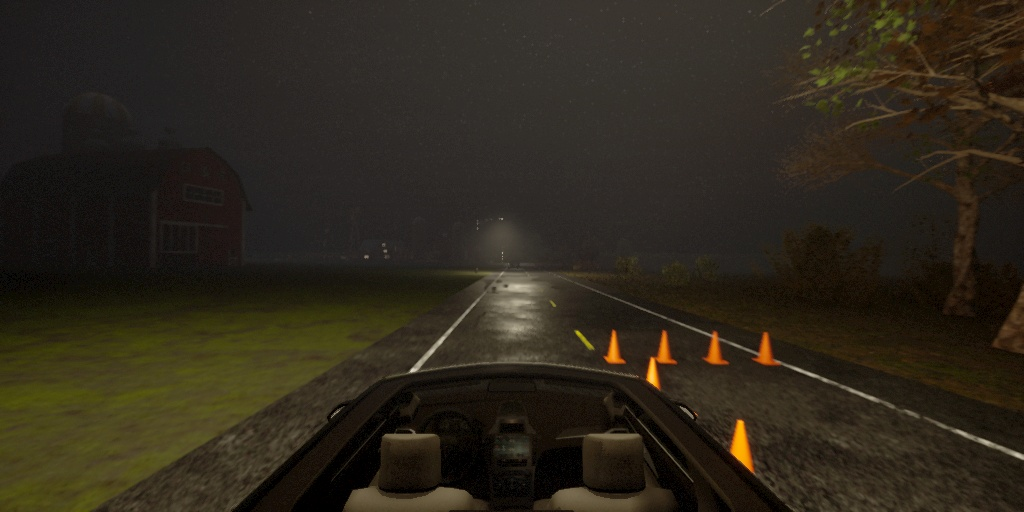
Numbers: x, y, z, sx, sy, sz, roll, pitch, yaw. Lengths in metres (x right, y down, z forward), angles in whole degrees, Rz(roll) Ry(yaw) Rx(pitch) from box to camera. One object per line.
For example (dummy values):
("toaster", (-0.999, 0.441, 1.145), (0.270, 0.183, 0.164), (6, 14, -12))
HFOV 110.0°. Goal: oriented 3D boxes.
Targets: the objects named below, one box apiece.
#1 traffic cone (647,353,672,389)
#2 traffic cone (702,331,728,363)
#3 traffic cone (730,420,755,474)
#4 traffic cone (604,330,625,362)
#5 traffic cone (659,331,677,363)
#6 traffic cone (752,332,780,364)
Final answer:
("traffic cone", (2.014, 1.756, 5.136), (0.340, 0.580, 0.340), (0, 0, 0))
("traffic cone", (4.031, 1.793, 7.118), (0.340, 0.580, 0.340), (0, 0, 0))
("traffic cone", (1.997, 1.737, 3.136), (0.340, 0.580, 0.340), (0, 0, 0))
("traffic cone", (2.031, 1.775, 7.135), (0.340, 0.580, 0.340), (0, 0, 0))
("traffic cone", (3.031, 1.784, 7.127), (0.340, 0.580, 0.340), (0, 0, 0))
("traffic cone", (5.030, 1.803, 7.110), (0.340, 0.580, 0.340), (0, 0, 0))
